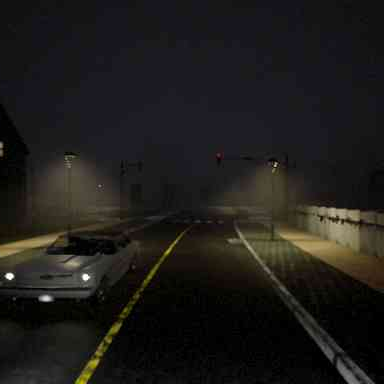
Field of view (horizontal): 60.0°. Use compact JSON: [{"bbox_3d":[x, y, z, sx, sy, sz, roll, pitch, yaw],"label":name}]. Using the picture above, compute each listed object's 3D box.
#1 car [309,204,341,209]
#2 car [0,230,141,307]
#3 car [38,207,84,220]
[{"bbox_3d":[13.184,1.924,33.364,5.008,1.535,1.882,-1,2,9],"label":"car"},{"bbox_3d":[-2.630,1.697,8.373,1.895,1.301,4.718,0,-1,2],"label":"car"},{"bbox_3d":[-14.824,2.330,37.832,4.718,1.301,1.895,-1,2,9],"label":"car"}]
